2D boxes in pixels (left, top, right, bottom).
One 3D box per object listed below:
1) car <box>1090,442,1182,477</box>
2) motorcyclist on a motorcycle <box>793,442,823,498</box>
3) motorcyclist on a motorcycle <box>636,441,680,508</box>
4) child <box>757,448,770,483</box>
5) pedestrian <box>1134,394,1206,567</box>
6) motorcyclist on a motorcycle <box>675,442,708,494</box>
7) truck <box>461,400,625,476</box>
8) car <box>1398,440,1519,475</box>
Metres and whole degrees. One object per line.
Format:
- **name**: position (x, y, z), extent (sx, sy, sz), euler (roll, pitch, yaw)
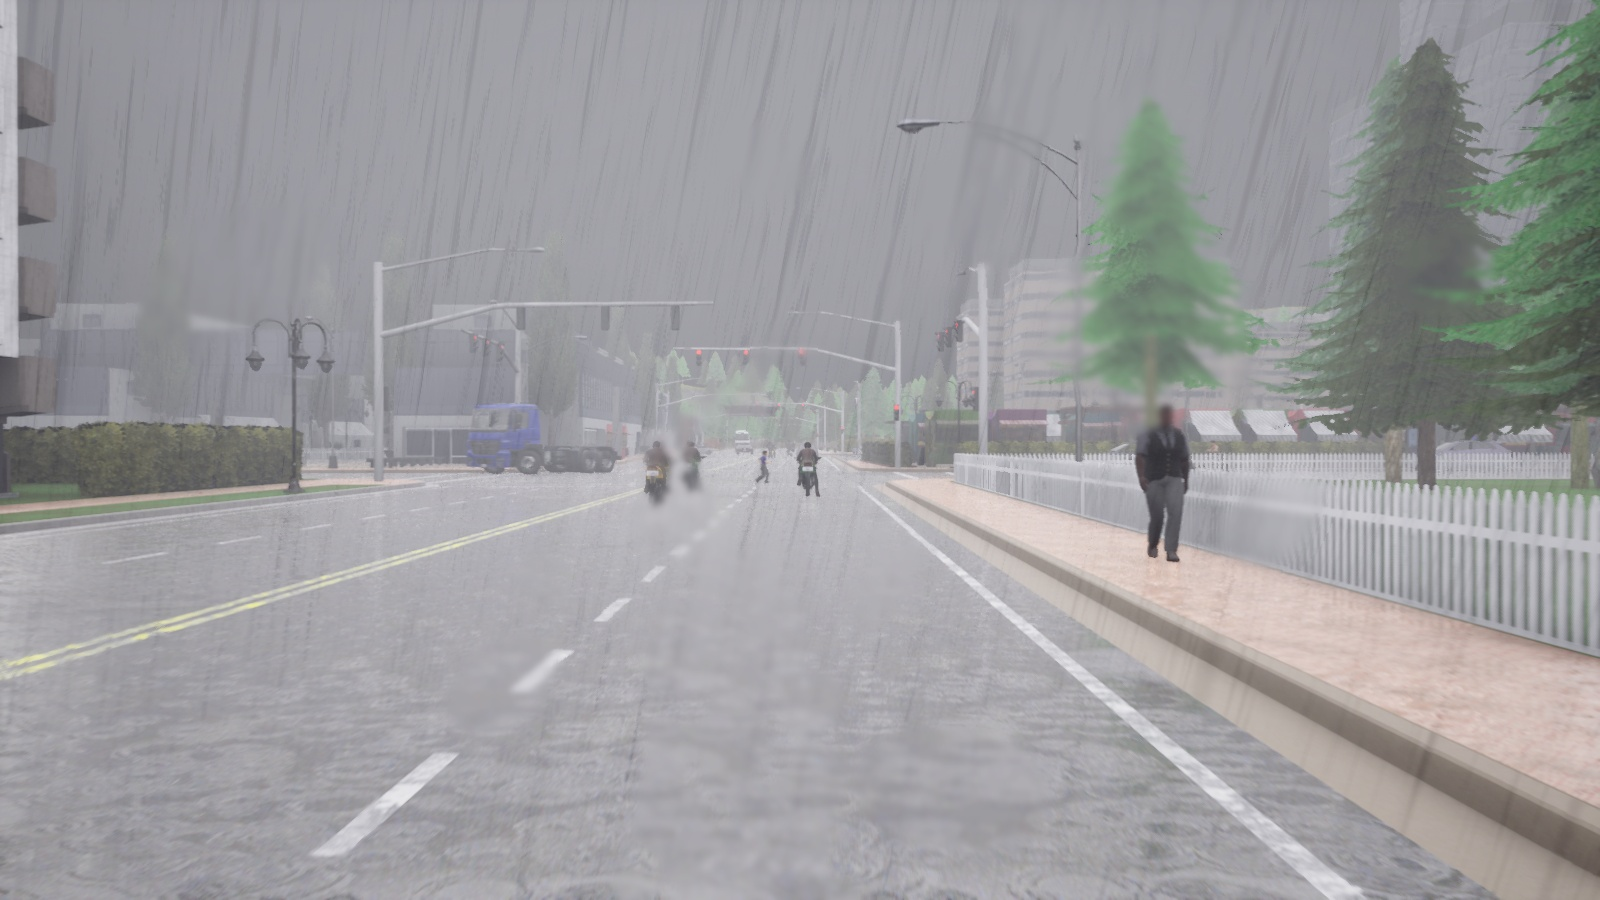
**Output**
- **car**: position (15.357, 0.413, 57.497), extent (3.705, 1.549, 1.789), euler (0, 0, -1)
- **motorcyclist on a motorcycle**: position (0.213, 0.532, 34.863), extent (0.797, 1.523, 2.044), euler (0, 0, 0)
- **motorcyclist on a motorcycle**: position (-3.317, 0.560, 29.512), extent (0.797, 1.523, 2.044), euler (0, 0, 0)
- **child**: position (-1.318, 0.564, 45.259), extent (0.437, 1.263, 0.270), euler (0, 0, -8)
- **pedestrian**: position (4.132, 0.329, 14.063), extent (0.563, 1.883, 0.849), euler (0, 0, 1)
- **motorcyclist on a motorcycle**: position (-3.270, 0.512, 37.884), extent (0.797, 1.523, 2.044), euler (0, 0, 0)
- **truck**: position (-12.428, -0.593, 61.465), extent (2.891, 3.462, 7.936), euler (1, 1, 37)
- **car**: position (32.106, 0.357, 61.322), extent (4.856, 1.649, 2.033), euler (0, 0, 0)
